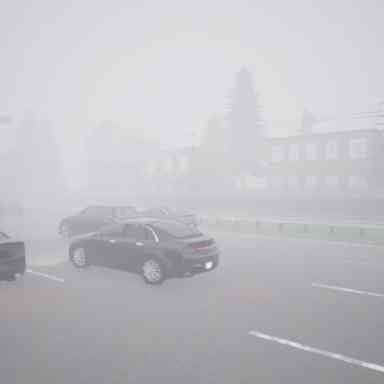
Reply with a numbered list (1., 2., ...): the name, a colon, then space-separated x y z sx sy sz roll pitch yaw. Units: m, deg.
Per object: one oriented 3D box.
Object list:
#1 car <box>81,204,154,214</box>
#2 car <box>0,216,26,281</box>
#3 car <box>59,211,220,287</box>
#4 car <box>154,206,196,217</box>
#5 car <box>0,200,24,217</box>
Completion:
1. car: -4.310 1.360 15.849 4.553 1.767 2.097 0 0 36
2. car: -6.261 1.464 8.597 5.008 1.535 1.882 0 0 36
3. car: -1.547 1.515 9.481 4.892 1.490 1.837 0 0 36
4. car: -1.953 1.516 18.459 4.902 1.511 2.128 0 0 36
5. car: -16.711 1.462 29.278 4.902 1.511 2.128 0 0 36
